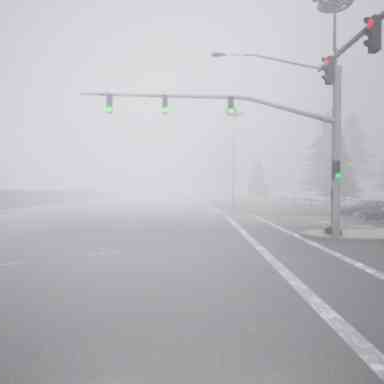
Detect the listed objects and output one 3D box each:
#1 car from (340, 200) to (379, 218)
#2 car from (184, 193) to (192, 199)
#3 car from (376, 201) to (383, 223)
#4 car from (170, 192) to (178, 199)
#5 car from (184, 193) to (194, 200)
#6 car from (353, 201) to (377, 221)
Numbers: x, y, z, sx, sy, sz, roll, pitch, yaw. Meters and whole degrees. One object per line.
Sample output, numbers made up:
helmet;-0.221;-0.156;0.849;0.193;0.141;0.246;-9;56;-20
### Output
car;14.788;1.425;27.832;5.008;1.535;1.882;0;0;-3
car;-1.009;1.040;83.707;2.033;1.411;5.357;0;0;-2
car;14.605;1.491;20.817;4.892;1.490;1.837;0;0;-3
car;-4.486;0.834;82.936;2.097;1.767;4.553;0;0;-2
car;-0.736;1.057;74.346;1.837;1.490;4.892;0;0;-2
car;14.745;1.568;24.326;4.718;1.301;1.895;0;0;-3
